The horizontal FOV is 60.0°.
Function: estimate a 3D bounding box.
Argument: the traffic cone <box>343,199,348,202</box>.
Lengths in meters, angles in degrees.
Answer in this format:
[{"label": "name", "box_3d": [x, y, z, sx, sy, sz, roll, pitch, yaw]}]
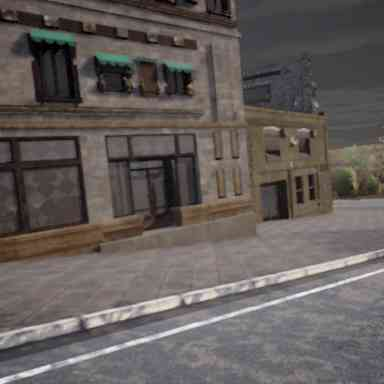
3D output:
[{"label": "traffic cone", "box_3d": [34.711, 1.894, 74.366, 0.340, 0.580, 0.340, -6, -2, -9]}]
